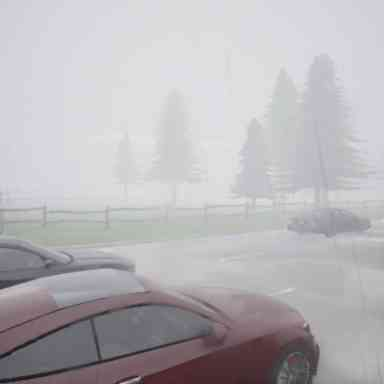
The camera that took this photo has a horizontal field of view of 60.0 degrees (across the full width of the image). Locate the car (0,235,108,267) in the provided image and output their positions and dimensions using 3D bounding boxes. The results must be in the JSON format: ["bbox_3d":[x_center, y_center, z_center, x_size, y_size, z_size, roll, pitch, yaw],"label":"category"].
[{"bbox_3d":[-3.369,1.477,5.642,5.008,1.535,1.882,0,0,-36],"label":"car"}]

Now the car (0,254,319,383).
[{"bbox_3d":[-0.742,1.525,3.217,4.674,1.442,1.812,0,0,-35],"label":"car"}]

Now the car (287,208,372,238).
[{"bbox_3d":[7.341,1.539,17.582,5.357,1.411,2.033,0,0,-35],"label":"car"}]
